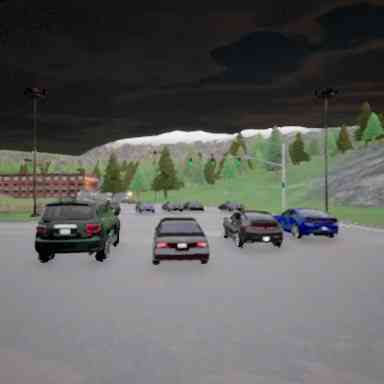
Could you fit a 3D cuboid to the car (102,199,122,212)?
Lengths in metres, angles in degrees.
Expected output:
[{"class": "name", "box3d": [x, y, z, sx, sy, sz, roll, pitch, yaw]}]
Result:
[{"class": "car", "box3d": [-10.511, 1.775, 43.486, 2.128, 1.511, 4.902, 0, 0, -18]}]

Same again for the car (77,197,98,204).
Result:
[{"class": "car", "box3d": [-24.086, 2.020, 76.949, 4.892, 1.490, 1.837, 0, 0, 30]}]

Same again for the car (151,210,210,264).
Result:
[{"class": "car", "box3d": [-0.503, 1.619, 12.171, 2.033, 1.411, 5.357, 0, 0, -5]}]

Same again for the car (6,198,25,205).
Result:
[{"class": "car", "box3d": [-37.437, 2.009, 71.275, 5.008, 1.535, 1.882, 0, 0, 16]}]

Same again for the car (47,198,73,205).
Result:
[{"class": "car", "box3d": [-28.256, 2.041, 71.240, 5.357, 1.411, 2.033, 0, 0, 27]}]

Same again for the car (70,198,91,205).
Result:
[{"class": "car", "box3d": [-24.564, 2.024, 73.148, 4.674, 1.442, 1.812, 0, 0, 30]}]

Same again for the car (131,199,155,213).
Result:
[{"class": "car", "box3d": [-5.709, 1.796, 40.051, 2.033, 1.411, 5.357, 0, 0, -17]}]

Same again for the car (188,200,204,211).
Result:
[{"class": "car", "box3d": [0.066, 1.820, 44.807, 1.994, 1.385, 4.181, 0, 0, -18]}]

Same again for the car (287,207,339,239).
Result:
[{"class": "car", "box3d": [5.878, 1.561, 17.929, 1.882, 1.535, 5.008, 0, 0, -7]}]

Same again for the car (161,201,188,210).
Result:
[{"class": "car", "box3d": [-2.506, 1.794, 41.549, 2.033, 1.411, 5.357, 0, 0, -17]}]

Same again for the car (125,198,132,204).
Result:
[{"class": "car", "box3d": [-14.447, 2.026, 74.454, 4.181, 1.385, 1.994, 0, 0, 37]}]

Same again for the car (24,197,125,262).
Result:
[{"class": "car", "box3d": [-4.091, 1.309, 12.745, 2.150, 2.045, 5.566, 0, 0, -5]}]

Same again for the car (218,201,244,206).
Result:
[{"class": "car", "box3d": [4.836, 1.768, 41.321, 2.033, 1.411, 5.357, 0, 0, -16]}]

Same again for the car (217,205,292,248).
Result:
[{"class": "car", "box3d": [2.644, 1.584, 15.373, 1.837, 1.490, 4.892, 0, 0, -6]}]
